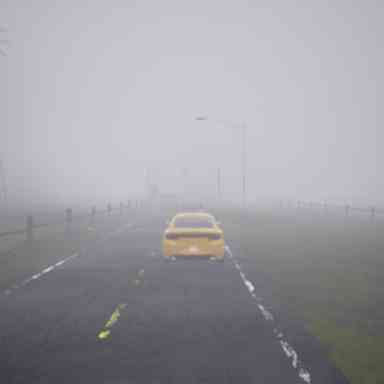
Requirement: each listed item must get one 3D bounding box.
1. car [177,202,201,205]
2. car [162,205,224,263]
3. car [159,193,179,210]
[{"bbox_3d":[0.056,1.553,27.376,1.895,1.301,4.718,0,0,0],"label":"car"},{"bbox_3d":[0.055,1.456,11.876,1.882,1.535,5.008,0,0,0],"label":"car"},{"bbox_3d":[-2.823,1.155,41.184,2.150,2.045,5.566,0,0,0],"label":"car"}]
